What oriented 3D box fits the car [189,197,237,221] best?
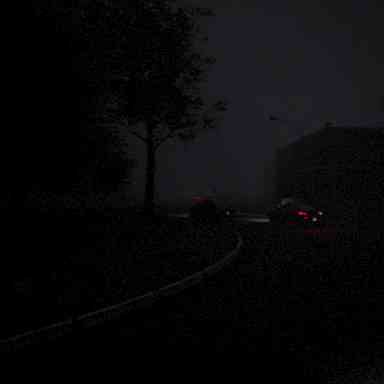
[{"bbox_3d":[1.516,1.396,26.747,1.882,1.535,5.008,1,0,-28],"label":"car"}]

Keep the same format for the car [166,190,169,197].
[{"bbox_3d":[-9.816,0.692,92.441,5.008,1.535,2.097,0,1,9],"label":"car"}]

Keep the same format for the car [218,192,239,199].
[{"bbox_3d":[8.997,0.883,82.103,4.892,1.521,2.231,0,1,9],"label":"car"}]

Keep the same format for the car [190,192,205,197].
[{"bbox_3d":[1.208,1.174,61.531,1.837,1.490,4.892,0,1,8],"label":"car"}]

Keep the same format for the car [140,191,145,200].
[{"bbox_3d":[-13.205,1.014,70.644,5.008,1.535,2.097,0,1,9],"label":"car"}]

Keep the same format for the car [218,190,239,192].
[{"bbox_3d":[6.876,0.962,68.362,4.553,1.767,2.185,0,1,9],"label":"car"}]

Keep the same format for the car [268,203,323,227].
[{"bbox_3d":[6.894,1.469,22.476,1.812,1.442,4.674,0,0,-14],"label":"car"}]

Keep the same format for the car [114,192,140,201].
[{"bbox_3d":[-13.593,0.920,67.907,4.553,1.767,2.185,0,1,9],"label":"car"}]

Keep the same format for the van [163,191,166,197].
[{"bbox_3d":[-10.119,0.509,89.695,4.442,1.987,1.878,0,1,9],"label":"van"}]

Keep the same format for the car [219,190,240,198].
[{"bbox_3d":[10.270,0.496,90.464,5.566,2.045,2.435,0,1,9],"label":"car"}]

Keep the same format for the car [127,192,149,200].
[{"bbox_3d":[-12.322,0.817,76.084,4.553,1.767,2.185,0,1,9],"label":"car"}]

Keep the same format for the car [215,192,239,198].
[{"bbox_3d":[5.976,1.173,63.004,4.792,1.488,2.163,0,1,9],"label":"car"}]

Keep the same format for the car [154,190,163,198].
[{"bbox_3d":[-11.109,0.568,84.268,5.566,2.045,2.435,0,1,9],"label":"car"}]

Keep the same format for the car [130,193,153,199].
[{"bbox_3d":[-11.935,0.905,78.821,4.892,1.521,2.231,0,1,9],"label":"car"}]
